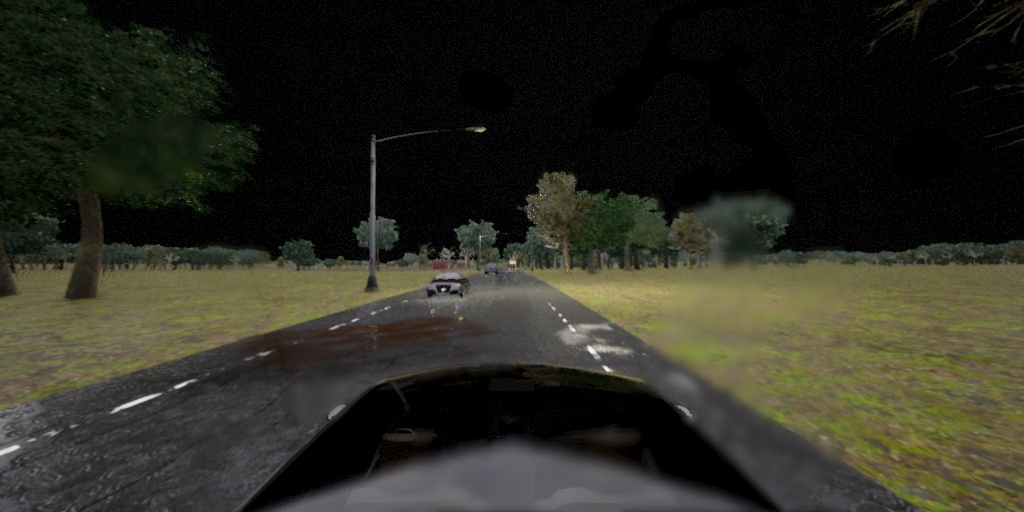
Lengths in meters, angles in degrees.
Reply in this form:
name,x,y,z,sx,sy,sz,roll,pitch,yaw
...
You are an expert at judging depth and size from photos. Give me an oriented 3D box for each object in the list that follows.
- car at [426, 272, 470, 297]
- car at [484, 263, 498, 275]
name,x,y,z,sx,sy,sz,roll,pitch,yaw
car,-3.598,1.602,20.804,1.994,1.385,4.181,0,-1,0
car,-3.536,2.193,62.304,2.150,2.045,5.566,0,-2,1
